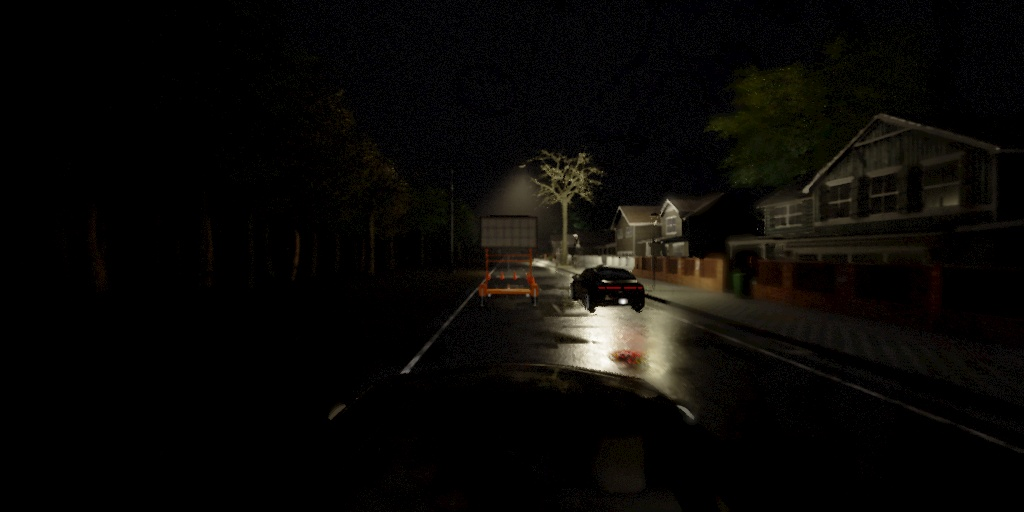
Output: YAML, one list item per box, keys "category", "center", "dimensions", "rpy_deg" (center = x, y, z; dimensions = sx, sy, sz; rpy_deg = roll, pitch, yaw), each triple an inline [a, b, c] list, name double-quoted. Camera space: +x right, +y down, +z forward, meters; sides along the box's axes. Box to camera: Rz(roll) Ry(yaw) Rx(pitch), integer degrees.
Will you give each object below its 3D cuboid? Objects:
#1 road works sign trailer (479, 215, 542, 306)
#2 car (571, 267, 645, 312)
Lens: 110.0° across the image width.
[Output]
- category: "road works sign trailer"
  center: [-0.140, 0.098, 14.924]
  dimensions: [2.380, 3.560, 2.880]
  rpy_deg: [0, 0, -1]
- category: "car"
  center: [3.473, 1.160, 13.687]
  dimensions: [1.837, 1.490, 4.892]
  rpy_deg: [0, 1, -1]
